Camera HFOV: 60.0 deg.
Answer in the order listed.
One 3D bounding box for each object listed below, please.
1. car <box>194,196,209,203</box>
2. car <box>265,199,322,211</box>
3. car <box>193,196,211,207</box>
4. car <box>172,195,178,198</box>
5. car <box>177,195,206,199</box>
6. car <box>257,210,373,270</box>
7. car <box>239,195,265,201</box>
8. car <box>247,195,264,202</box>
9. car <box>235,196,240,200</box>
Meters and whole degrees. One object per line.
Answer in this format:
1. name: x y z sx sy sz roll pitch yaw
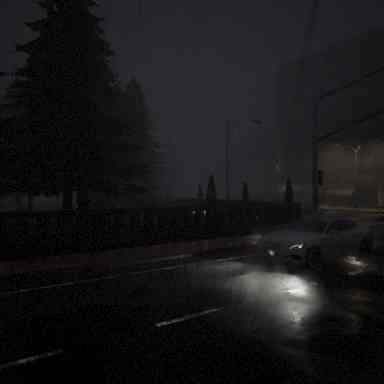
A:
1. car: 1.969 1.499 66.932 2.033 1.411 5.357 0 0 14
2. car: 8.461 1.470 27.025 1.812 1.442 4.674 0 0 -33
3. car: 1.449 1.422 50.507 1.882 1.535 5.008 0 0 -8
4. car: -2.479 1.295 59.451 2.097 1.767 4.553 0 0 4
5. car: 0.188 1.437 41.816 2.128 1.511 4.902 0 0 -19
6. car: 4.280 1.526 11.197 4.674 1.442 1.812 0 0 -35
7. car: 7.536 1.422 34.892 1.882 1.535 5.008 0 0 -31
8. car: 14.852 1.469 77.601 1.812 1.442 4.674 0 0 40
9. car: 10.063 1.492 68.486 2.033 1.411 5.357 0 0 20
